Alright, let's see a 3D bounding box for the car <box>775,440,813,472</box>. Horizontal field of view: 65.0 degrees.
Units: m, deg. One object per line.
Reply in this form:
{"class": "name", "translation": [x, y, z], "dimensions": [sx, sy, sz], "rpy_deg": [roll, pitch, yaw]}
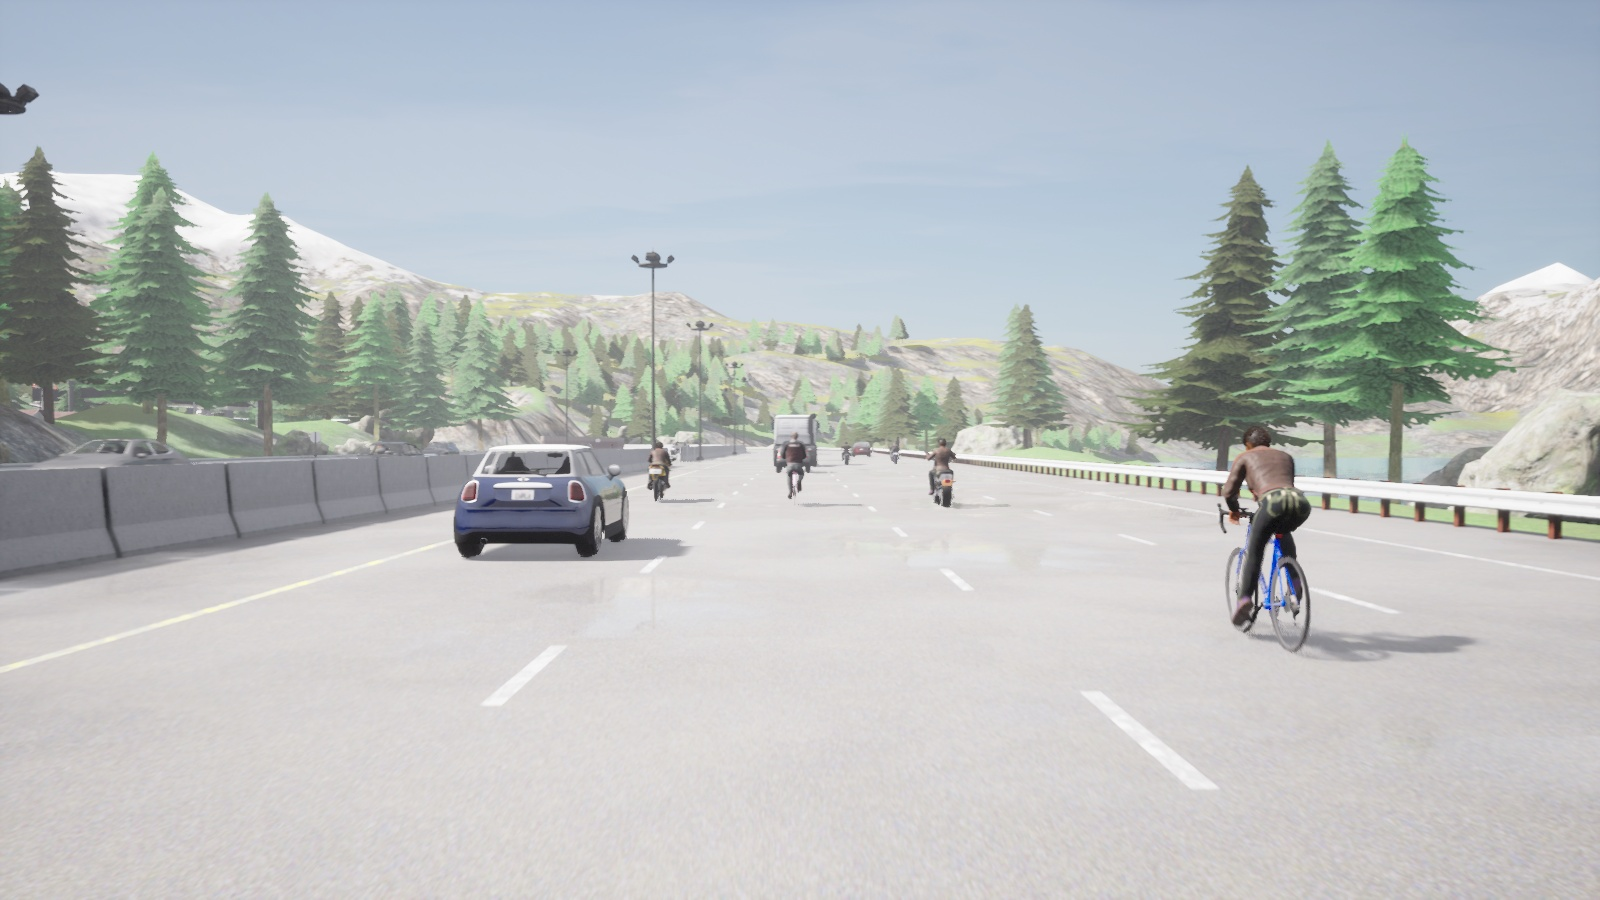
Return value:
{"class": "car", "translation": [-0.294, 0.280, 64.420], "dimensions": [1.851, 1.617, 3.988], "rpy_deg": [0, 0, 1]}

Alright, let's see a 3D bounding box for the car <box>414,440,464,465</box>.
{"class": "car", "translation": [-24.787, 0.172, 86.373], "dimensions": [2.033, 1.649, 4.856], "rpy_deg": [0, 0, 0]}

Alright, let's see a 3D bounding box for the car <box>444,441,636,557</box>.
{"class": "car", "translation": [-3.561, 0.608, 17.896], "dimensions": [1.970, 1.475, 3.806], "rpy_deg": [0, 0, 0]}

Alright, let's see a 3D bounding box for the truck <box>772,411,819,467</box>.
{"class": "truck", "translation": [-0.278, -0.697, 81.715], "dimensions": [2.891, 3.462, 7.936], "rpy_deg": [0, 0, 0]}

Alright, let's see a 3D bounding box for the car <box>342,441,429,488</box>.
{"class": "car", "translation": [-14.181, 0.473, 43.200], "dimensions": [1.789, 1.549, 3.705], "rpy_deg": [0, 0, 0]}

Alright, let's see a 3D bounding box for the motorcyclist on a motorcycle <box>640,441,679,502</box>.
{"class": "motorcyclist on a motorcycle", "translation": [-3.632, 0.542, 32.604], "dimensions": [0.797, 1.523, 2.044], "rpy_deg": [0, 0, 0]}

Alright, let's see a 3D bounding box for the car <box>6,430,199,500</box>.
{"class": "car", "translation": [-17.629, 0.332, 32.079], "dimensions": [2.152, 1.651, 5.027], "rpy_deg": [0, 0, 0]}

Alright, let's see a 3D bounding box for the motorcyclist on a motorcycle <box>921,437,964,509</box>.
{"class": "motorcyclist on a motorcycle", "translation": [3.381, 0.530, 29.967], "dimensions": [0.766, 1.649, 2.350], "rpy_deg": [0, 0, 0]}

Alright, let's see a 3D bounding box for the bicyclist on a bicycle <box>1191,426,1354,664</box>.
{"class": "bicyclist on a bicycle", "translation": [3.478, 0.649, 9.385], "dimensions": [0.582, 1.620, 1.656], "rpy_deg": [0, 0, 0]}
